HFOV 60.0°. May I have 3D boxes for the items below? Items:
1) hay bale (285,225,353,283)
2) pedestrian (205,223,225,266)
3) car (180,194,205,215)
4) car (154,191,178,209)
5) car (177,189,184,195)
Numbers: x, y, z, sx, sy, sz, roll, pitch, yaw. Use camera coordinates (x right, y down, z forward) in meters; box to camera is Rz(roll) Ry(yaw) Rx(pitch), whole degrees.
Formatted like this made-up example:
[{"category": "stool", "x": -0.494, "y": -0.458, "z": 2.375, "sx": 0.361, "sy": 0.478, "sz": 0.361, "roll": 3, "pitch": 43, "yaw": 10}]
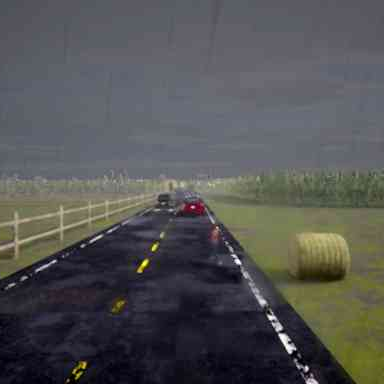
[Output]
[{"category": "hay bale", "x": 3.130, "y": 1.517, "z": 8.371, "sx": 1.220, "sy": 1.180, "sz": 1.240, "roll": 1, "pitch": 2, "yaw": 0}, {"category": "pedestrian", "x": 0.655, "y": 1.138, "z": 9.440, "sx": 0.375, "sy": 1.860, "sz": 0.375, "roll": -1, "pitch": 2, "yaw": -1}, {"category": "car", "x": 0.073, "y": 1.103, "z": 27.703, "sx": 1.994, "sy": 1.385, "sz": 4.181, "roll": 0, "pitch": 1, "yaw": 0}, {"category": "car", "x": -2.851, "y": 0.910, "z": 35.321, "sx": 1.837, "sy": 1.490, "sz": 4.892, "roll": 0, "pitch": 1, "yaw": 0}, {"category": "car", "x": -2.763, "y": 0.042, "z": 76.570, "sx": 2.033, "sy": 1.411, "sz": 5.357, "roll": 0, "pitch": 1, "yaw": 0}]
